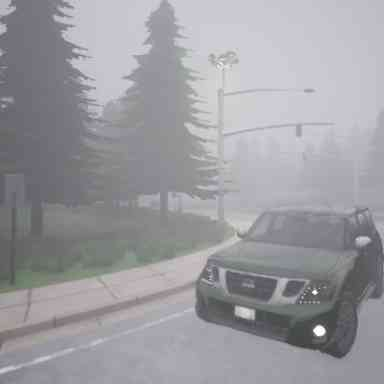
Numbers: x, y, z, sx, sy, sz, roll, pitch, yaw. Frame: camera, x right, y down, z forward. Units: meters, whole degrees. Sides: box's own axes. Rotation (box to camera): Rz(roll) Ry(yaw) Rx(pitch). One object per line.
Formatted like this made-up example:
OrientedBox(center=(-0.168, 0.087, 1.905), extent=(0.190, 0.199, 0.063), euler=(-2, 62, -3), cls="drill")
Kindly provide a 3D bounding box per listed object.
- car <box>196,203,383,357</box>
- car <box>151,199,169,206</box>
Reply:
OrientedBox(center=(2.359, 1.280, 6.672), extent=(2.150, 2.045, 5.566), euler=(0, 0, 37), cls="car")
OrientedBox(center=(-5.360, 1.934, 54.630), extent=(1.837, 1.490, 4.892), euler=(0, -1, -26), cls="car")
